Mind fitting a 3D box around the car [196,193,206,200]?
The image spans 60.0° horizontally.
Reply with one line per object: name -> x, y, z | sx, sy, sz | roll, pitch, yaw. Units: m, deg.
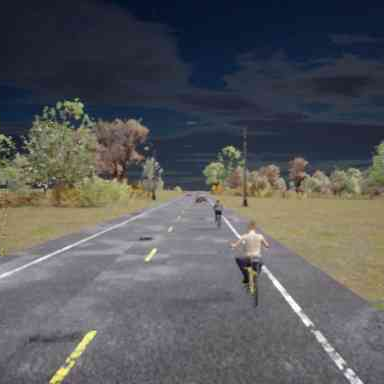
car -> 1.953, 0.894, 73.938 | 2.033, 1.411, 5.357 | 0, 0, 1

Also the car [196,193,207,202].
car -> 1.637, 1.019, 57.943 | 1.812, 1.442, 4.674 | 0, 0, 1

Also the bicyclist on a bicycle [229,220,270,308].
bicyclist on a bicycle -> 1.196, 1.368, 6.772 | 0.866, 1.612, 1.509 | 0, 0, 1

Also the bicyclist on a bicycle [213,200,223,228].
bicyclist on a bicycle -> 1.491, 1.280, 18.866 | 0.582, 1.620, 1.656 | 0, 0, 1
